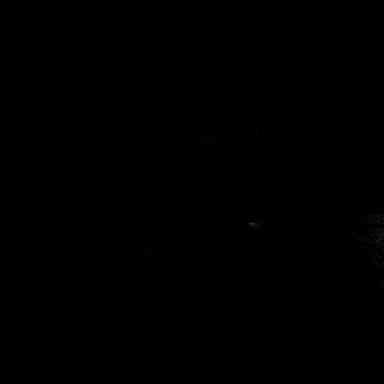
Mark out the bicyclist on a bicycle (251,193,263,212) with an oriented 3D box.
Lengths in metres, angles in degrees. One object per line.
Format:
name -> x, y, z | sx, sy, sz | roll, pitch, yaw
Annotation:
bicyclist on a bicycle -> 5.569, 0.901, 28.283 | 1.656, 1.620, 0.582 | -1, 1, -35
